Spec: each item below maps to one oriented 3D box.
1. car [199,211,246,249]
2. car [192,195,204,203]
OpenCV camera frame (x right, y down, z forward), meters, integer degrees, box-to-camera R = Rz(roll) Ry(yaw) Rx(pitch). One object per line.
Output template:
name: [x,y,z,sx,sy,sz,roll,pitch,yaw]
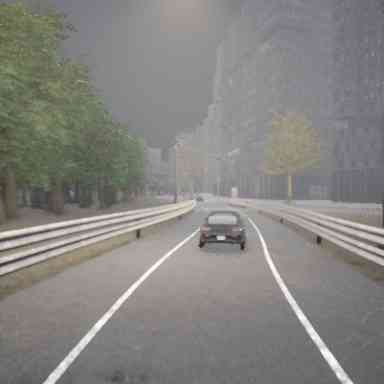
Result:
car: [1.394,1.542,14.617,1.812,1.442,4.674,0,0,8]
car: [1.157,1.434,70.275,1.837,1.490,4.892,0,0,-11]
